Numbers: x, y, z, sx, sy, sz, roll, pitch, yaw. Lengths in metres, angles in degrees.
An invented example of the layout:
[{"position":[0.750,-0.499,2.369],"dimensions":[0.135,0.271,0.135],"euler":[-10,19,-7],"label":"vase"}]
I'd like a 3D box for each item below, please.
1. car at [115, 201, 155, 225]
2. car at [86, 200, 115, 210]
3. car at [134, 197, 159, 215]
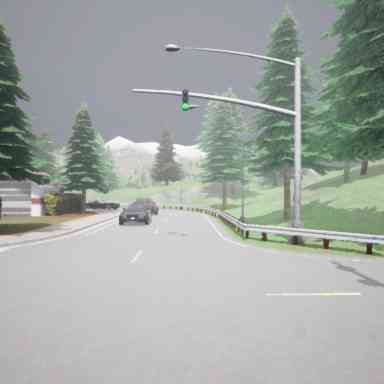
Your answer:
[{"position":[-4.004,1.562,23.995],"dimensions":[1.994,1.385,4.181],"euler":[0,0,-2],"label":"car"},{"position":[-11.423,1.604,41.519],"dimensions":[4.718,1.301,1.895],"euler":[0,0,14],"label":"car"},{"position":[-4.844,1.349,33.785],"dimensions":[2.097,1.767,4.553],"euler":[0,0,-19],"label":"car"}]
